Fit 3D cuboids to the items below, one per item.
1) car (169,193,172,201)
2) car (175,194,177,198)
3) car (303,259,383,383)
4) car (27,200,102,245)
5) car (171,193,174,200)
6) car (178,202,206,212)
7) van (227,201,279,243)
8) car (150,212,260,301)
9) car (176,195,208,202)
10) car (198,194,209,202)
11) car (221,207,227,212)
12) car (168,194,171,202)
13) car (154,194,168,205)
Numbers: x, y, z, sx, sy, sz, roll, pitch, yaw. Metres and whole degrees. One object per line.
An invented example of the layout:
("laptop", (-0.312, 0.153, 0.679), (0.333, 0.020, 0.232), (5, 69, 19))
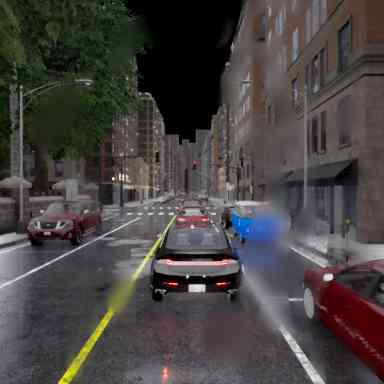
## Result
("car", (-5.756, 1.494, 70.169), (1.887, 1.381, 4.507), (0, 0, 0))
("car", (-5.776, 1.497, 86.521), (2.008, 1.369, 4.403), (0, 0, 0))
("car", (2.850, 1.544, 4.308), (1.887, 1.381, 4.507), (0, 0, 0))
("car", (-5.689, 1.310, 15.578), (2.192, 1.841, 5.009), (0, 0, 0))
("car", (-5.763, 1.492, 75.619), (1.887, 1.381, 4.507), (0, 0, 0))
("car", (0.080, 1.519, 18.577), (1.812, 1.442, 4.674), (0, 0, 0))
("van", (2.836, 1.336, 15.629), (1.690, 1.788, 3.998), (0, 0, 0))
("car", (0.090, 1.490, 8.315), (2.128, 1.511, 4.902), (0, 0, 0))
("car", (0.014, 1.338, 27.534), (2.097, 1.767, 4.553), (0, 0, 2))
("car", (2.762, 1.387, 75.666), (1.967, 1.590, 4.097), (0, 0, 0))
("car", (2.830, 1.558, 21.289), (1.947, 1.339, 4.313), (0, 0, 0))
("car", (-5.749, 1.502, 64.717), (2.008, 1.369, 4.403), (0, 0, 0))
("car", (-5.742, 1.480, 59.097), (1.752, 1.417, 4.829), (0, 0, 0))
